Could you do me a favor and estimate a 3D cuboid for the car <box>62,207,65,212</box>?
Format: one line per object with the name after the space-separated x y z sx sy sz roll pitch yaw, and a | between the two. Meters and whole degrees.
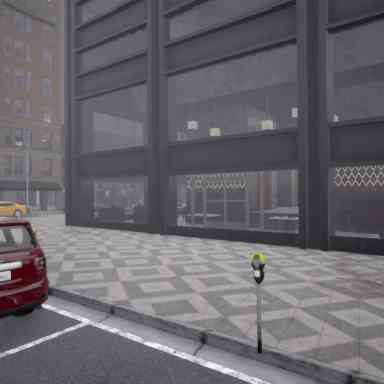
-12.436 1.793 39.139 2.033 1.411 5.357 -1 -1 35 | car

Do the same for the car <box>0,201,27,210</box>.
-18.209 1.641 31.156 1.882 1.535 5.008 -1 -1 36 | car

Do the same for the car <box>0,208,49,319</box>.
-4.718 1.316 6.230 5.009 1.841 2.192 0 -1 36 | car
